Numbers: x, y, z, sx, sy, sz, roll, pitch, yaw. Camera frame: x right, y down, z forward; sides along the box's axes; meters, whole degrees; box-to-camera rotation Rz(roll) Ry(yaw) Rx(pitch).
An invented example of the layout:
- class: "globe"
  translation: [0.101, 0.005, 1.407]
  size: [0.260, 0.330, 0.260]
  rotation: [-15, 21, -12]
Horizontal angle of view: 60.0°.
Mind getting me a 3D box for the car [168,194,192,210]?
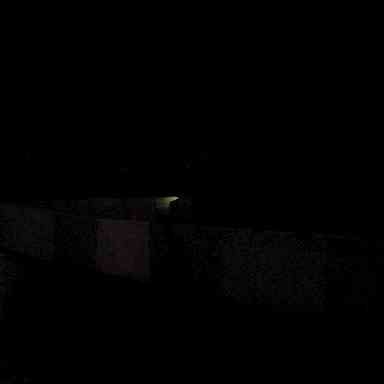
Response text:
- class: "car"
  translation: [-0.597, 1.057, 36.807]
  size: [2.097, 1.767, 4.553]
  rotation: [-3, -1, 36]
